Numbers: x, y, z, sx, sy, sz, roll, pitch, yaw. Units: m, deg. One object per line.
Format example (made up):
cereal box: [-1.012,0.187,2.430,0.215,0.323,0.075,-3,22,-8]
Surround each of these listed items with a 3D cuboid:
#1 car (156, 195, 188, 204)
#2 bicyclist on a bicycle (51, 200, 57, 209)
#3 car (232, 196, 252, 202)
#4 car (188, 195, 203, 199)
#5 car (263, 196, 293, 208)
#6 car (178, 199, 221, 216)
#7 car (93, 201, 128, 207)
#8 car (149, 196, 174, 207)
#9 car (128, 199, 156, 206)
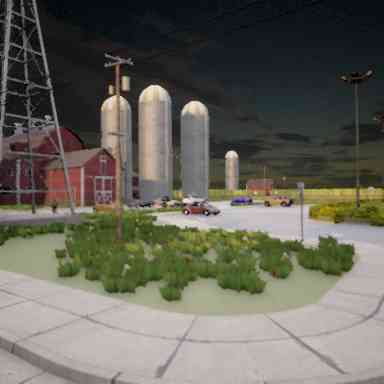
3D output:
car: [-3.071,1.616,52.022,3.866,1.878,1.905,-1,0,35]
bicyclist on a bicycle: [-13.179,1.571,31.768,0.582,1.620,1.656,0,-1,-21]
car: [10.747,1.786,71.896,4.611,1.667,2.242,-1,0,35]
car: [0.253,1.558,64.066,2.150,2.045,5.566,-1,0,34]
car: [13.628,1.491,52.824,4.605,1.855,1.932,-1,0,35]
car: [0.945,1.697,34.262,3.905,1.438,1.784,-1,0,35]
car: [-10.299,1.802,40.626,4.193,1.474,1.816,-1,0,35]
car: [-5.597,1.724,61.732,2.097,1.767,4.553,-1,0,35]
car: [-8.011,1.833,52.020,2.128,1.511,4.902,-1,0,35]
